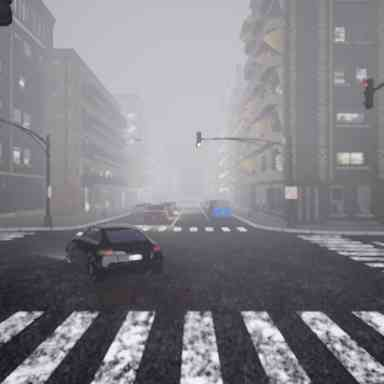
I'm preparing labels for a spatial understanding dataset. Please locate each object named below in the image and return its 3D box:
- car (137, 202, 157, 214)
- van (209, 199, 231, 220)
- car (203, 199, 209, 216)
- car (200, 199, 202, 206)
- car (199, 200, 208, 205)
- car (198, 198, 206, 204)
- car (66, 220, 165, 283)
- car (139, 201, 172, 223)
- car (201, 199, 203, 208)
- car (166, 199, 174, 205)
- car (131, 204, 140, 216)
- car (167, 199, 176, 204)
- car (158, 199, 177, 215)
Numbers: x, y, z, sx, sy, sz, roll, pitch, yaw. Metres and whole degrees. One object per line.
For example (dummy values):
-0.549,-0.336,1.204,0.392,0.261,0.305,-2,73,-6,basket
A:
-5.834,2.049,43.385,1.947,1.339,4.313,-1,-1,0,car
2.817,1.692,32.318,1.690,1.788,3.998,-1,-1,0,van
2.729,1.731,37.815,2.192,1.841,5.009,-1,-1,0,car
2.691,2.061,54.374,1.967,1.590,4.097,-1,-1,0,car
2.768,2.557,81.980,1.947,1.339,4.313,-1,-1,0,car
2.761,2.589,93.022,1.967,1.590,4.097,-1,-1,0,car
-2.493,1.673,10.297,1.994,1.385,4.181,1,-1,-31,car
-3.067,1.790,28.844,1.882,1.535,5.008,0,-1,-1,car
2.691,2.078,49.021,1.752,1.417,4.829,-1,-1,0,car
-5.723,2.615,87.566,1.887,1.381,4.507,-1,-1,0,car
-5.834,1.998,37.864,1.802,1.307,4.206,-1,-1,0,car
-5.734,2.701,93.089,2.008,1.369,4.403,-1,-1,0,car
-3.088,1.901,38.445,1.882,1.535,5.008,0,-1,0,car
